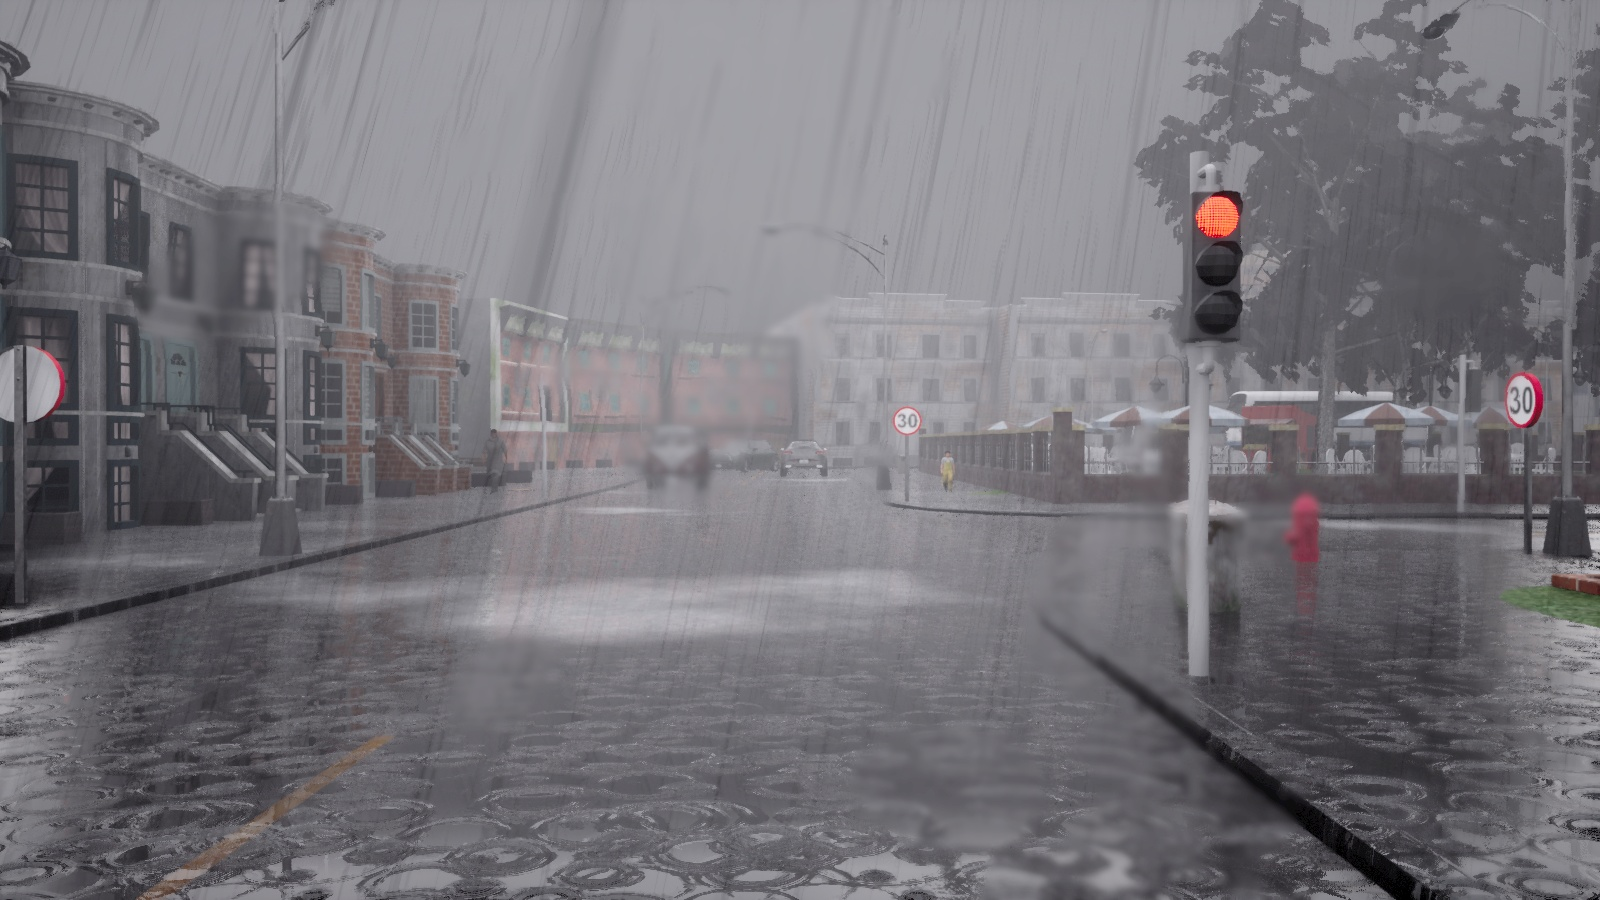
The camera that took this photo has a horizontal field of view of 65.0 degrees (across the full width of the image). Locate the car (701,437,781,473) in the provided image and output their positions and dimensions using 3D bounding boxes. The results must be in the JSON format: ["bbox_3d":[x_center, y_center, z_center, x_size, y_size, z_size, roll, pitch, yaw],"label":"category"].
[{"bbox_3d":[-2.956,0.241,64.401,2.097,1.767,4.553,0,0,27],"label":"car"}]

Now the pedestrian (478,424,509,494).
[{"bbox_3d":[-8.646,0.247,35.437,0.659,1.952,0.873,0,0,0],"label":"pedestrian"}]

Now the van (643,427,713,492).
[{"bbox_3d":[-3.858,0.268,40.407,1.775,1.987,4.442,0,0,0],"label":"van"}]

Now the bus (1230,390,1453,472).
[{"bbox_3d":[28.937,-0.988,67.505,10.273,4.253,3.944,0,0,0],"label":"bus"}]

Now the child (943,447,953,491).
[{"bbox_3d":[4.282,0.534,36.357,0.270,1.263,0.437,0,0,3],"label":"child"}]

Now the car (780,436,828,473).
[{"bbox_3d":[0.186,0.196,58.426,2.152,1.651,5.027,0,0,0],"label":"car"}]
